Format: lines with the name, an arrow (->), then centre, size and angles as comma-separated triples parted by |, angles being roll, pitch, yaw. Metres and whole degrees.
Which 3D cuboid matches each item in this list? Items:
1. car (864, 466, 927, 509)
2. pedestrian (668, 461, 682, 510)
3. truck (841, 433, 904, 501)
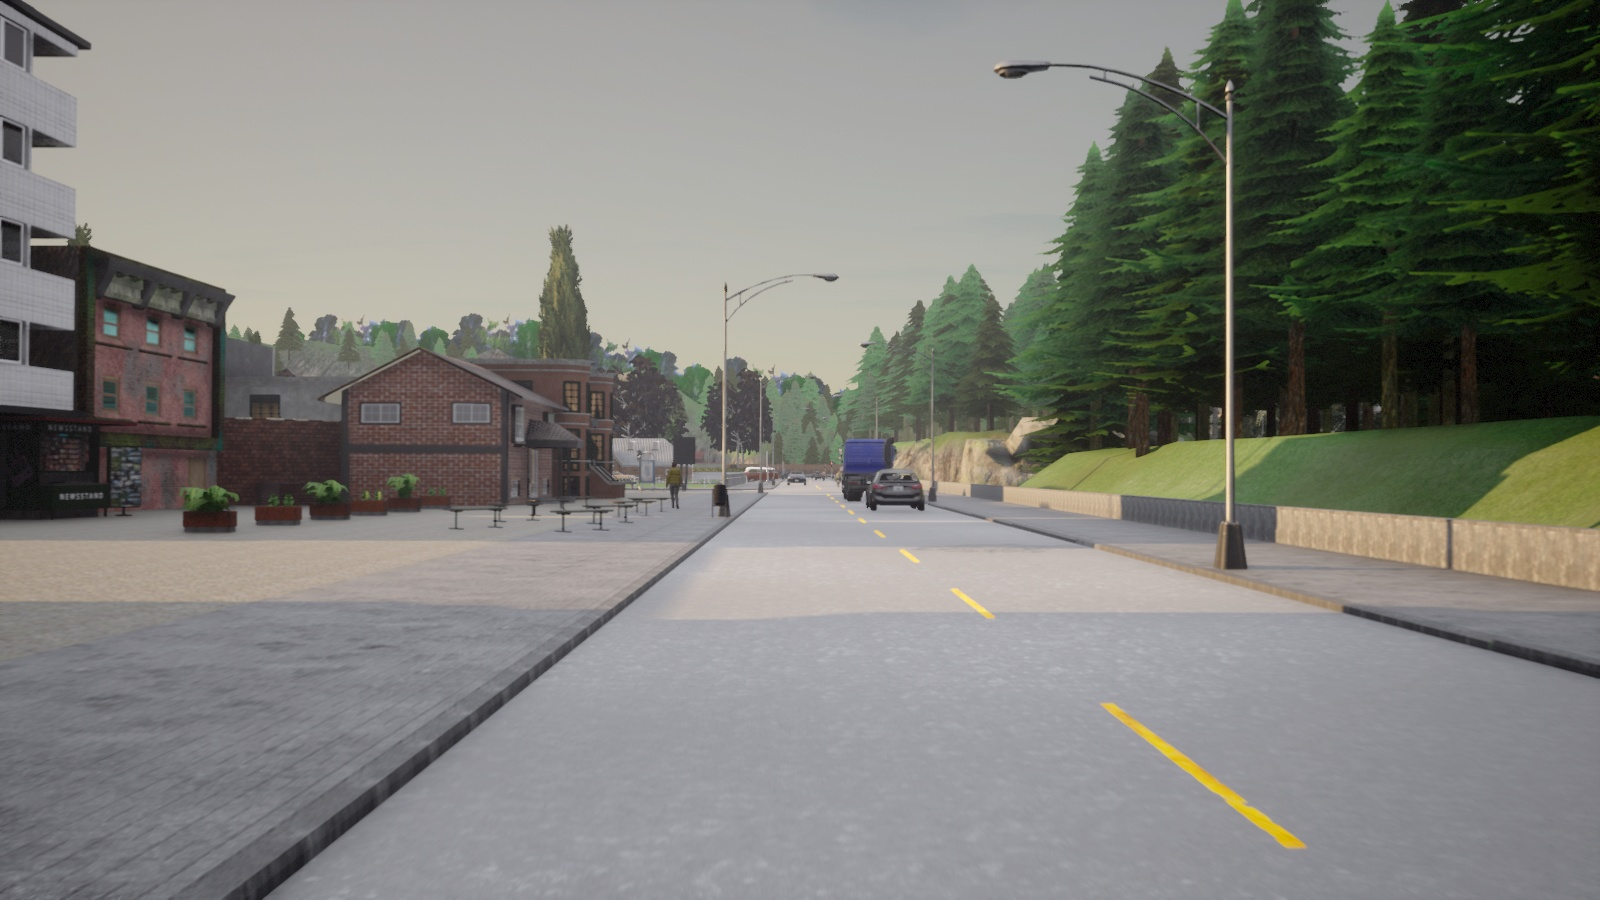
car -> 3.880, 1.510, 51.757 | 2.242, 1.667, 4.611 | 0, -1, 0
pedestrian -> -4.792, 1.349, 48.106 | 0.370, 1.835, 0.726 | 0, -1, -18
truck -> 3.838, 0.957, 68.062 | 2.891, 3.462, 7.936 | 0, -1, 0
